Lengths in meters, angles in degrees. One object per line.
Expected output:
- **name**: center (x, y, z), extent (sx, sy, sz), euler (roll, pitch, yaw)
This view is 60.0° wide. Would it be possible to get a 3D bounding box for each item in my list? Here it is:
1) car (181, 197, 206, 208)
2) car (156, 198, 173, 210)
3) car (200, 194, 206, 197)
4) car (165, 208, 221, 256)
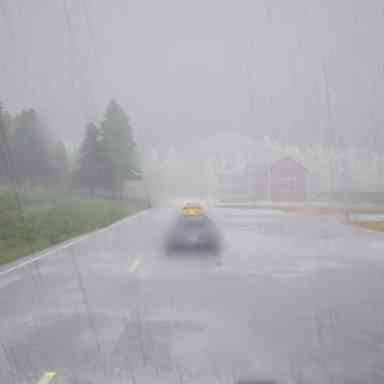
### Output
- **car**: center (0.051, 1.475, 29.150), extent (1.882, 1.535, 5.008), euler (0, 0, 0)
- **car**: center (-3.557, 1.522, 43.838), extent (1.812, 1.442, 4.674), euler (0, 0, 1)
- **car**: center (2.957, 1.446, 94.622), extent (1.816, 1.474, 4.193), euler (-6, 0, -2)
- **car**: center (0.049, 1.564, 13.123), extent (1.994, 1.385, 4.181), euler (0, 0, 0)
